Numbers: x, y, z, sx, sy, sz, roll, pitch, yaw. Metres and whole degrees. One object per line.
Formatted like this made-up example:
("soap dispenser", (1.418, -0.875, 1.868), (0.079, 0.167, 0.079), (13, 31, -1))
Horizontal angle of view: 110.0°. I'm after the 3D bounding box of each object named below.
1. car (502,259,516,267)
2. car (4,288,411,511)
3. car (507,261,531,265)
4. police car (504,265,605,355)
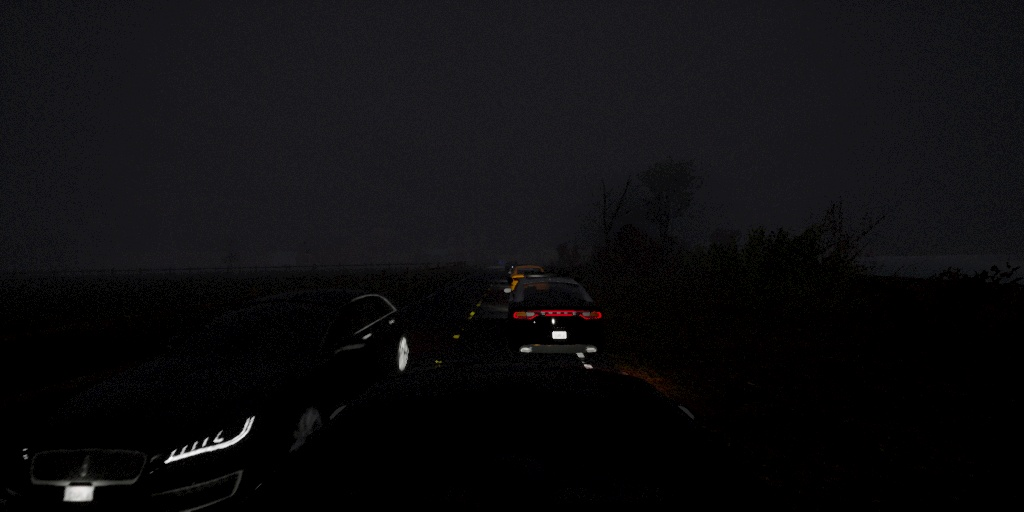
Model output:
("car", (0.072, 1.335, 46.627), (1.994, 1.385, 4.181), (0, 0, 0))
("car", (-2.750, 1.254, 4.705), (1.837, 1.490, 4.892), (0, 0, 0))
("car", (0.836, 1.228, 18.729), (1.882, 1.535, 5.008), (0, 0, 0))
("police car", (0.829, 1.174, 8.839), (1.930, 1.638, 5.238), (0, 0, 0))
